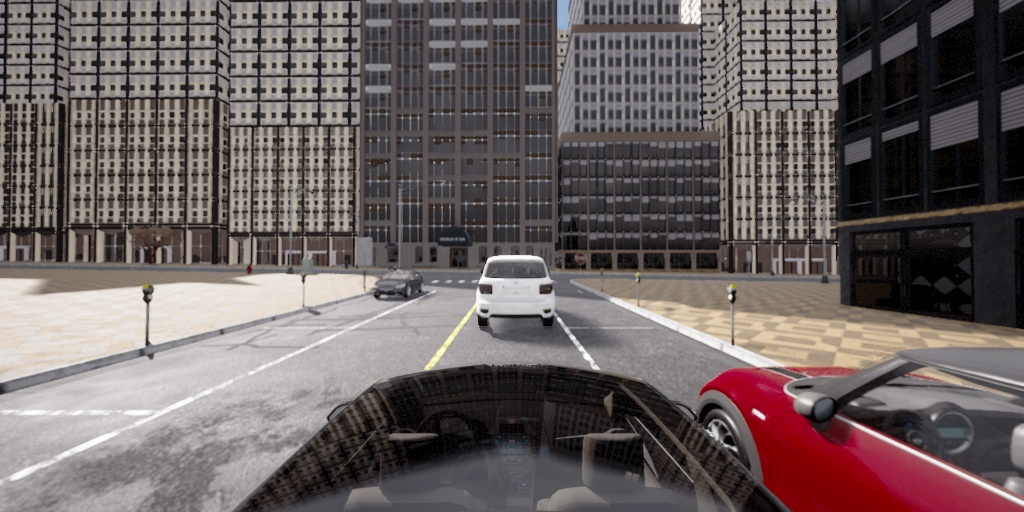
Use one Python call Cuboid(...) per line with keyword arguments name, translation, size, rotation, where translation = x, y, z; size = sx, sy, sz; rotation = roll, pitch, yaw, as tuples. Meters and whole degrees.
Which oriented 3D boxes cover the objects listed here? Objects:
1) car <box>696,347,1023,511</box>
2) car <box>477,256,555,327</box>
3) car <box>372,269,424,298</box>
Cuboid(name="car", translation=(2.693, 1.190, 1.796), size=(1.967, 1.591, 4.097), rotation=(0, 0, 0))
Cuboid(name="car", translation=(0.102, 1.009, 11.798), size=(2.150, 2.045, 5.566), rotation=(0, 0, 0))
Cuboid(name="car", translation=(-5.817, 1.360, 18.731), size=(2.007, 1.370, 4.403), rotation=(0, 0, 0))
